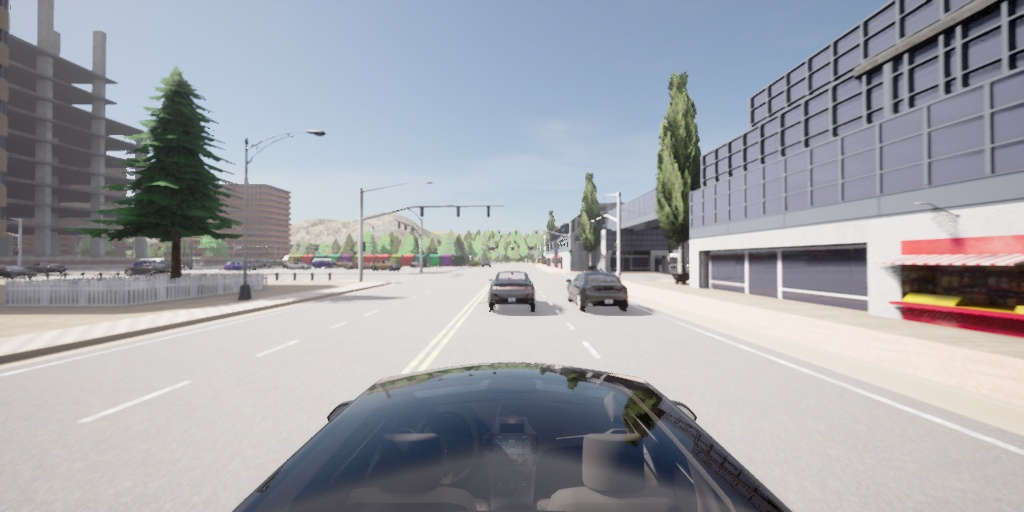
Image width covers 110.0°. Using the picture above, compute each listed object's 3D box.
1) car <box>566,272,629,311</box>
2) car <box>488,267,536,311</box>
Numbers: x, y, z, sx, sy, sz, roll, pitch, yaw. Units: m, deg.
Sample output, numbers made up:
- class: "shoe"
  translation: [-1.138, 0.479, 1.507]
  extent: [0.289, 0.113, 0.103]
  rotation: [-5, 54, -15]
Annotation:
- class: "car"
  translation: [3.510, 1.406, 15.347]
  extent: [1.837, 1.490, 4.892]
  rotation: [0, 0, 0]
- class: "car"
  translation: [0.009, 1.391, 15.332]
  extent: [2.128, 1.511, 4.902]
  rotation: [0, 0, 0]
